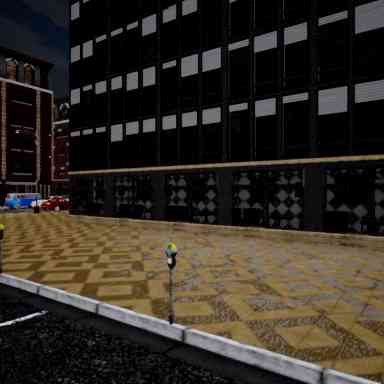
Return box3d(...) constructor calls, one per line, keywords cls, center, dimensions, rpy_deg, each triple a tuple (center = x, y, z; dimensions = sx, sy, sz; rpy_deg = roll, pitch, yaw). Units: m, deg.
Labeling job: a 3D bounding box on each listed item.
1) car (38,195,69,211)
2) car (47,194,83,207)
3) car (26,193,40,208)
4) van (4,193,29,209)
box3d(cls="car", center=(-13.557, 1.269, 35.117), dimensions=(1.887, 1.381, 4.507), rpy_deg=(1, 1, 35))
box3d(cls="car", center=(-16.802, 1.079, 44.240), dimensions=(1.967, 1.590, 4.097), rpy_deg=(1, 1, 35))
box3d(cls="car", center=(-16.828, 1.213, 39.914), dimensions=(1.812, 1.442, 4.674), rpy_deg=(0, 1, 35))
box3d(cls="van", center=(-20.036, 1.050, 39.598), dimensions=(1.690, 1.788, 3.998), rpy_deg=(1, 1, 35))
